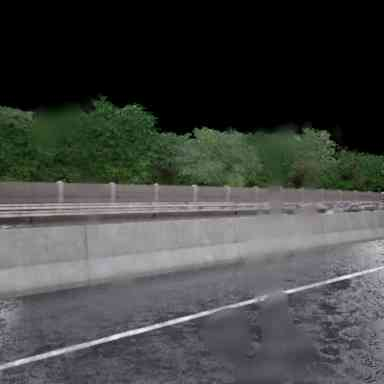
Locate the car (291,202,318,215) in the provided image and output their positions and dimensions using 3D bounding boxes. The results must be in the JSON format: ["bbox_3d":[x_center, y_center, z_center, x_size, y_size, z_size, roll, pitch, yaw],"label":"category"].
[{"bbox_3d":[12.232,1.810,34.214,4.674,1.442,1.812,1,0,-35],"label":"car"}]

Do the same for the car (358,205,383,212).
[{"bbox_3d":[16.695,1.853,28.797,4.181,1.385,1.994,1,-1,-35],"label":"car"}]

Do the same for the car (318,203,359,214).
[{"bbox_3d":[14.571,1.780,31.583,4.902,1.511,2.128,1,-1,-35],"label":"car"}]
